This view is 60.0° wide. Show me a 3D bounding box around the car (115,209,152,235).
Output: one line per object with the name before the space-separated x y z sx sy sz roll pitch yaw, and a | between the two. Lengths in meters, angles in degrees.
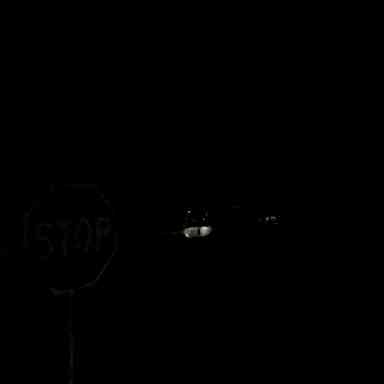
car | -4.386 1.721 18.627 2.128 1.511 4.902 0 0 37

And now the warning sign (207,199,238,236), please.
warning sign | 1.628 1.338 17.895 1.300 1.860 1.060 0 0 35

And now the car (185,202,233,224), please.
car | 1.426 1.624 26.830 2.097 1.767 4.553 0 0 35

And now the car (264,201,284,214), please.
car | 9.979 1.814 38.966 1.882 1.535 5.008 0 0 35
